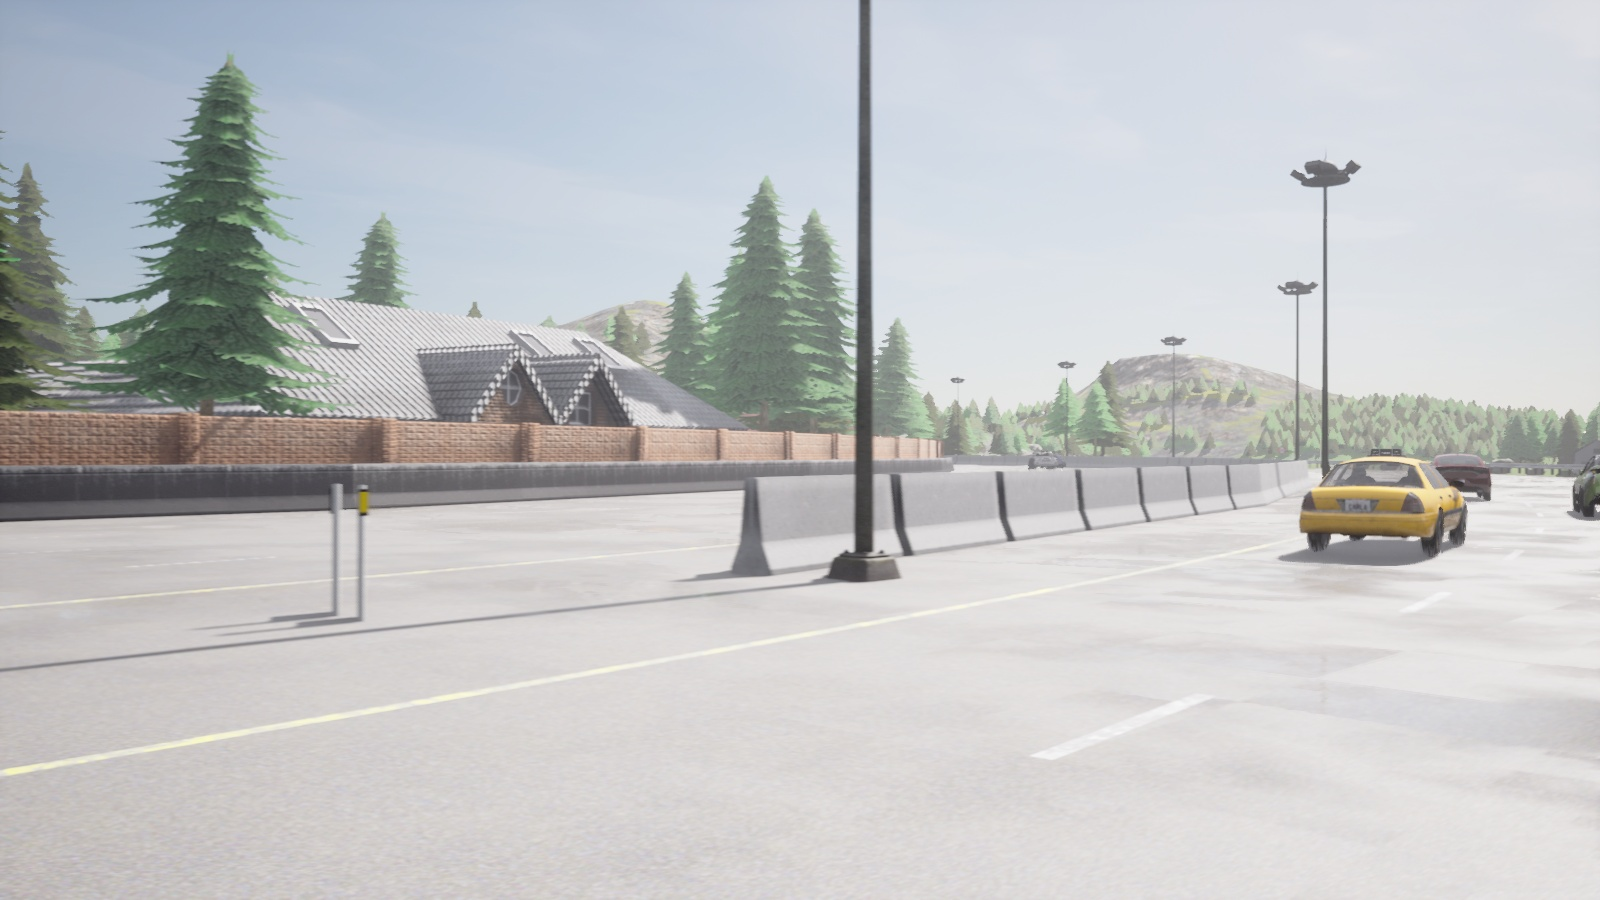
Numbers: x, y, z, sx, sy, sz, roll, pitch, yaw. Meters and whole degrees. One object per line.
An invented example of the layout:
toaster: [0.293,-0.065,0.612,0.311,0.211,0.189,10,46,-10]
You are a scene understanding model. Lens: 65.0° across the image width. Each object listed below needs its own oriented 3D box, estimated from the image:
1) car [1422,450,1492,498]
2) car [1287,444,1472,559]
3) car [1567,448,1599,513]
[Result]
car: [22.467,0.780,43.082,1.882,1.535,5.008,0,0,25]
car: [9.333,0.713,19.944,1.801,1.575,5.366,0,0,34]
car: [20.422,0.725,31.338,2.007,1.525,4.514,0,0,29]
